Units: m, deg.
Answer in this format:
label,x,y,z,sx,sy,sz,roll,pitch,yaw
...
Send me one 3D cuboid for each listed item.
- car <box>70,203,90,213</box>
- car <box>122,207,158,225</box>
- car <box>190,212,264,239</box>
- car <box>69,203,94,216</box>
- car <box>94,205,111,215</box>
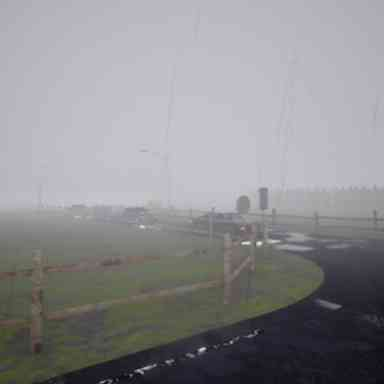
label,x,y,z,sx,sy,sz,roll,pitch,yaw
car,-18.980,2.666,56.039,1.882,1.535,5.008,0,-1,-34
car,-4.813,2.107,30.289,1.837,1.490,4.892,0,-2,-35
car,1.971,1.922,20.314,2.033,1.411,5.357,0,-1,-33
car,-15.732,2.484,46.342,1.837,1.490,4.892,0,-2,-34
car,-13.358,2.540,47.908,2.033,1.411,5.357,0,-1,-34
